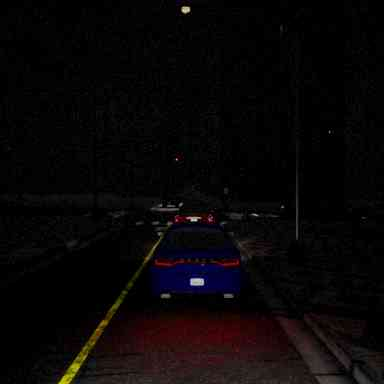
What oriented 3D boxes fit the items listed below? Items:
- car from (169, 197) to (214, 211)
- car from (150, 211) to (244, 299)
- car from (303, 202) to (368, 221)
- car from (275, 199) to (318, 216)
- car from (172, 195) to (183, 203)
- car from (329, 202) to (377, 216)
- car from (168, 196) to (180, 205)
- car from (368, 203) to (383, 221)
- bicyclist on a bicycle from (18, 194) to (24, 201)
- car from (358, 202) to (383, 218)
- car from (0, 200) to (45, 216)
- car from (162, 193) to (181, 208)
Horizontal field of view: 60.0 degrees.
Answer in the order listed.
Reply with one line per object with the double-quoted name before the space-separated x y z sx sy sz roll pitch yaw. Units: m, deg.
"car" 0.118 1.352 17.653 2.097 1.767 4.553 0 0 1
"car" 0.099 1.478 8.499 1.882 1.535 5.008 0 0 0
"car" 12.131 1.774 28.339 4.313 1.339 1.947 1 -1 0
"car" 10.947 1.539 34.188 4.553 1.767 2.097 1 0 0
"car" -3.018 1.493 69.446 2.128 1.511 4.902 0 0 0
"car" 17.781 1.841 36.864 4.403 1.369 2.008 1 -1 0
"car" -3.087 1.527 59.127 1.812 1.442 4.674 0 0 1
"car" 17.944 1.824 28.340 4.829 1.417 1.752 1 -1 0
"bicyclist on a bicycle" -20.502 1.031 39.724 0.582 1.620 1.656 1 0 0
"car" 19.914 1.852 34.191 4.674 1.442 1.812 1 0 0
"car" -14.777 1.367 28.240 4.403 1.369 2.008 1 -1 0
"car" -3.107 1.223 48.731 2.150 2.045 5.566 0 0 1
